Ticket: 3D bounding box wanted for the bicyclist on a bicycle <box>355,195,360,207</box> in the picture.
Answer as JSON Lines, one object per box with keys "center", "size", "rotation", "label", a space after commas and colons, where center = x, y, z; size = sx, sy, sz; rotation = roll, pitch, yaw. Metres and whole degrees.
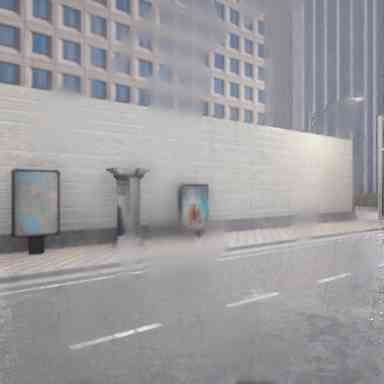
{"center": [23.596, 1.285, 47.476], "size": [1.656, 1.620, 0.582], "rotation": [0, 0, -36], "label": "bicyclist on a bicycle"}
